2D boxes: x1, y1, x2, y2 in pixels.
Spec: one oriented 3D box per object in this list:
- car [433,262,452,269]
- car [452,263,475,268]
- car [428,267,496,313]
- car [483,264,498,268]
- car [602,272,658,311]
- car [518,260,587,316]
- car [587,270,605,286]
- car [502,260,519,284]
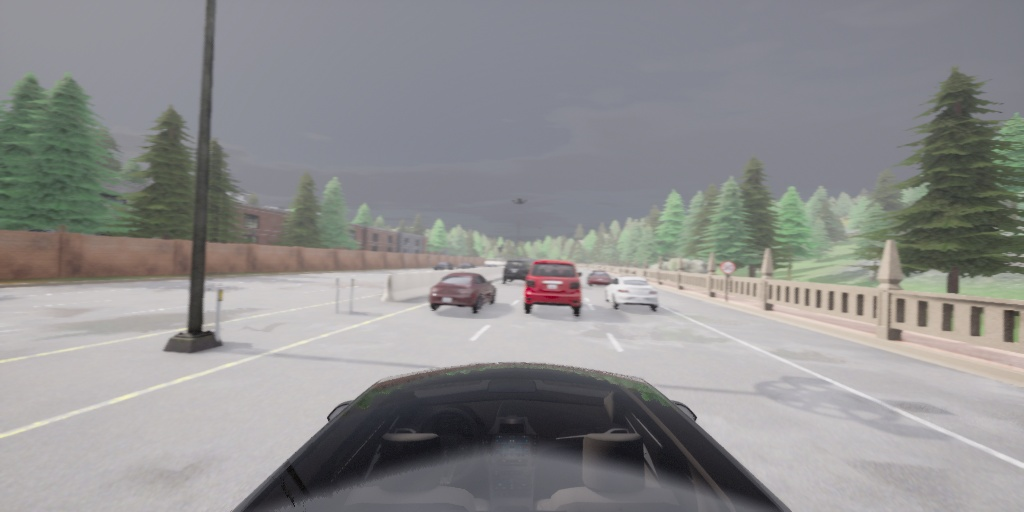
[{"bbox_3d":[-10.331,1.597,54.718,2.033,1.411,5.357,2,-1,9],"label":"car"},{"bbox_3d":[-6.870,1.718,54.231,2.033,1.411,5.357,2,-1,9],"label":"car"},{"bbox_3d":[-1.871,1.371,14.539,1.812,1.442,4.674,2,-1,9],"label":"car"},{"bbox_3d":[-3.231,1.876,54.915,1.994,1.385,4.181,2,-1,9],"label":"car"},{"bbox_3d":[5.563,1.675,16.981,1.812,1.442,4.674,2,-1,8],"label":"car"},{"bbox_3d":[1.766,1.208,15.150,2.150,2.045,5.566,2,-1,8],"label":"car"},{"bbox_3d":[7.745,1.986,32.088,1.994,1.385,4.181,2,-1,9],"label":"car"},{"bbox_3d":[0.582,1.375,31.424,2.150,2.045,5.566,2,0,9],"label":"car"}]
